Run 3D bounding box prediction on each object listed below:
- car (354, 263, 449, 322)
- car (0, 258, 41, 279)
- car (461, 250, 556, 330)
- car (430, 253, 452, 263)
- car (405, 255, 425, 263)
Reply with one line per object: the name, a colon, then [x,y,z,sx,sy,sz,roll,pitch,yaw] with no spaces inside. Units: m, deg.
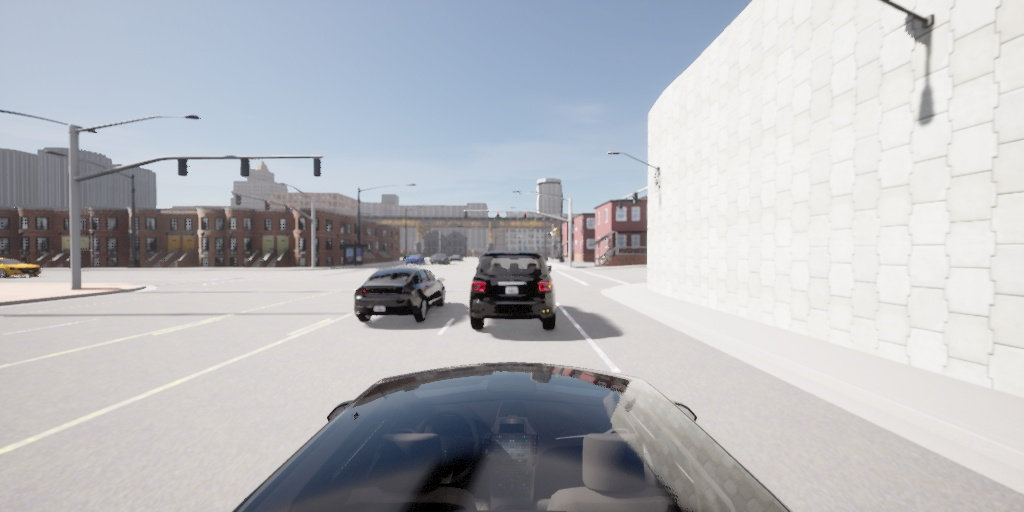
car: [-3.423,1.118,11.710,1.837,1.490,4.892,0,0,0]
car: [-38.889,0.884,27.122,5.008,1.535,1.882,0,1,0]
car: [0.060,0.847,10.815,2.150,2.045,5.566,0,1,1]
car: [-10.588,0.414,52.655,2.097,1.767,4.553,0,1,0]
car: [-14.090,0.544,52.298,1.882,1.535,5.008,0,1,1]
